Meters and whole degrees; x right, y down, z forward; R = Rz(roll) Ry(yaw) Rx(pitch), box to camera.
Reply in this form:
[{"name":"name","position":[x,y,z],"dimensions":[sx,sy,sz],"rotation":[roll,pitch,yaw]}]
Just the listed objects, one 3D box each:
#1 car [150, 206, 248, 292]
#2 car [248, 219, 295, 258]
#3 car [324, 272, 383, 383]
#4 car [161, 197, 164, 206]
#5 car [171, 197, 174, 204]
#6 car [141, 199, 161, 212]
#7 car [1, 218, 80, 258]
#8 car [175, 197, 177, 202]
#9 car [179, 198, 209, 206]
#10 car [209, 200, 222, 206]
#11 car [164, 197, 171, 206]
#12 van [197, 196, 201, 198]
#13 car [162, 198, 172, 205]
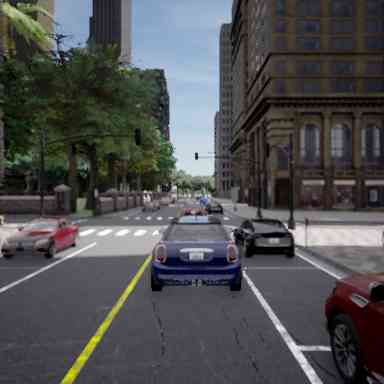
[{"name":"car","position":[0.097,1.443,9.384],"dimensions":[2.097,1.767,4.553],"rotation":[0,-1,0]},{"name":"car","position":[2.754,1.696,13.235],"dimensions":[1.947,1.339,4.313],"rotation":[0,-1,0]},{"name":"car","position":[2.757,1.340,2.387],"dimensions":[2.192,1.841,5.009],"rotation":[0,-1,0]},{"name":"car","position":[-5.787,1.918,50.527],"dimensions":[1.967,1.590,4.097],"rotation":[0,-1,0]},{"name":"car","position":[-5.796,1.984,72.210],"dimensions":[2.192,1.841,5.009],"rotation":[0,-1,0]},{"name":"car","position":[-5.784,1.979,45.107],"dimensions":[2.008,1.369,4.403],"rotation":[0,-1,0]},{"name":"car","position":[-5.771,1.712,13.249],"dimensions":[1.802,1.307,4.206],"rotation":[0,-1,0]},{"name":"car","position":[-5.802,2.121,88.470],"dimensions":[2.192,1.841,5.009],"rotation":[0,0,0]},{"name":"car","position":[0.101,1.640,28.359],"dimensions":[2.097,1.767,4.553],"rotation":[1,0,0]},{"name":"car","position":[2.743,1.944,39.670],"dimensions":[1.947,1.339,4.313],"rotation":[0,-1,0]},{"name":"car","position":[-5.793,2.062,66.788],"dimensions":[1.967,1.590,4.097],"rotation":[0,-1,0]},{"name":"van","position":[2.727,2.056,77.613],"dimensions":[1.690,1.788,3.998],"rotation":[0,0,0]},{"name":"car","position":[-5.797,2.239,77.458],"dimensions":[1.752,1.417,4.829],"rotation":[0,0,0]}]
